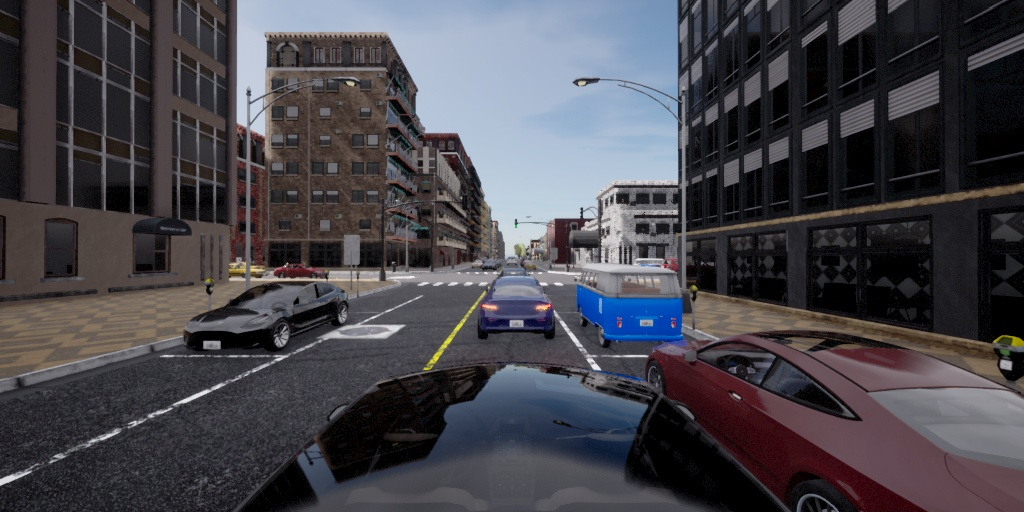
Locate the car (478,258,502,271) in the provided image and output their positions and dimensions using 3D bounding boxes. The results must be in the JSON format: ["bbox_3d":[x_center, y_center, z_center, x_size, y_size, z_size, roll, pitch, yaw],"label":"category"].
[{"bbox_3d":[-3.051,1.327,50.582,2.033,1.411,5.357,0,0,3],"label":"car"}]

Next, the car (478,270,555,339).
[{"bbox_3d":[0.103,1.277,9.949,1.812,1.442,4.674,0,0,0],"label":"car"}]

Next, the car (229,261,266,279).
[{"bbox_3d":[-22.954,1.215,29.747,4.829,1.417,1.751,0,0,0],"label":"car"}]

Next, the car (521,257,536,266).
[{"bbox_3d":[2.701,1.309,53.904,1.751,1.417,4.829,0,0,0],"label":"car"}]

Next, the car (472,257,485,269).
[{"bbox_3d":[-5.679,1.316,59.104,1.751,1.417,4.829,0,0,0],"label":"car"}]

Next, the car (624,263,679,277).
[{"bbox_3d":[13.764,1.418,35.621,4.718,1.301,1.895,0,0,0],"label":"car"}]

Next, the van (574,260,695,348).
[{"bbox_3d":[2.658,1.092,8.948,1.690,1.789,3.998,0,0,0],"label":"van"}]

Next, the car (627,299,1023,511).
[{"bbox_3d":[2.657,1.332,3.259,1.802,1.307,4.207,0,0,0],"label":"car"}]

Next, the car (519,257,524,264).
[{"bbox_3d":[2.703,1.380,64.812,1.802,1.307,4.207,0,0,0],"label":"car"}]

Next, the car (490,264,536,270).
[{"bbox_3d":[0.107,1.317,18.660,1.994,1.385,4.181,0,0,1],"label":"car"}]

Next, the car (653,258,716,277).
[{"bbox_3d":[14.925,1.107,29.830,5.009,1.841,2.192,0,0,0],"label":"car"}]

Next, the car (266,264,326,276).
[{"bbox_3d":[-17.461,1.283,29.759,4.207,1.307,1.802,0,0,0],"label":"car"}]

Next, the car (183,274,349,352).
[{"bbox_3d":[-5.689,1.317,8.976,1.948,1.339,4.313,0,0,0],"label":"car"}]
